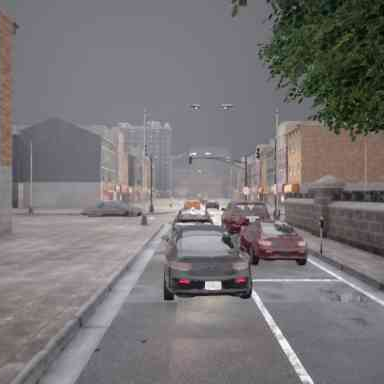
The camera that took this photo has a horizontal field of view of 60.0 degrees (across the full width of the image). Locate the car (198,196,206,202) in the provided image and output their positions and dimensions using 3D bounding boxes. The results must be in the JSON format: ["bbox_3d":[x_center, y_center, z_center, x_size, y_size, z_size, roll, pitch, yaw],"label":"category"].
[{"bbox_3d":[2.493,1.749,86.731,2.008,1.369,4.403,0,0,0],"label":"car"}]

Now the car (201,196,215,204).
[{"bbox_3d":[2.569,1.598,43.232,1.887,1.381,4.507,1,0,0],"label":"car"}]

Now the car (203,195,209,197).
[{"bbox_3d":[2.541,1.642,59.544,1.887,1.381,4.507,1,0,0],"label":"car"}]

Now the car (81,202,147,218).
[{"bbox_3d":[-6.578,1.546,28.376,5.357,1.411,2.033,0,-1,0],"label":"car"}]

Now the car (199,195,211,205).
[{"bbox_3d":[2.533,1.430,64.982,2.192,1.841,5.009,1,0,0],"label":"car"}]

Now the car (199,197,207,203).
[{"bbox_3d":[2.512,1.736,75.856,1.802,1.307,4.206,0,0,0],"label":"car"}]

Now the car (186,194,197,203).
[{"bbox_3d":[-0.120,1.368,72.915,2.150,2.045,5.566,0,0,0],"label":"car"}]

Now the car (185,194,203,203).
[{"bbox_3d":[0.031,1.413,46.693,2.097,1.767,4.553,0,0,0],"label":"car"}]

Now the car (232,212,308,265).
[{"bbox_3d":[2.625,1.586,11.353,1.802,1.307,4.206,1,0,0],"label":"car"}]

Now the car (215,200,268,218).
[{"bbox_3d":[2.619,1.324,16.802,2.192,1.841,5.009,1,0,0],"label":"car"}]

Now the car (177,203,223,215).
[{"bbox_3d":[0.050,1.499,15.687,2.128,1.511,4.902,0,0,0],"label":"car"}]

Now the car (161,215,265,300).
[{"bbox_3d":[0.221,1.528,8.306,1.812,1.442,4.674,0,0,-4],"label":"car"}]
